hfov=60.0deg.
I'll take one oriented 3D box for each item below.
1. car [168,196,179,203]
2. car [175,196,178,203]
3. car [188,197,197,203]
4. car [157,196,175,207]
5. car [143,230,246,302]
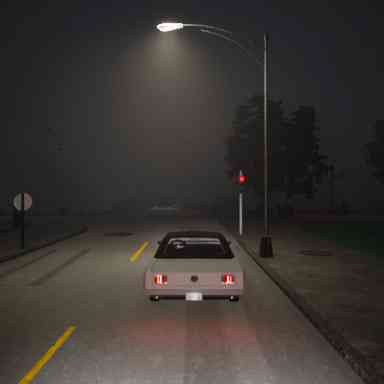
[{"bbox_3d":[-3.966,1.539,70.559,2.033,1.411,5.357,0,0,0],"label":"car"},{"bbox_3d":[-4.043,1.546,60.068,2.033,1.411,5.357,0,0,0],"label":"car"},{"bbox_3d":[0.033,1.600,69.423,1.895,1.301,4.718,0,0,0],"label":"car"},{"bbox_3d":[-4.072,1.504,50.104,1.837,1.490,4.892,0,0,0],"label":"car"},{"bbox_3d":[0.060,1.601,8.233,1.895,1.301,4.718,0,0,0],"label":"car"}]
